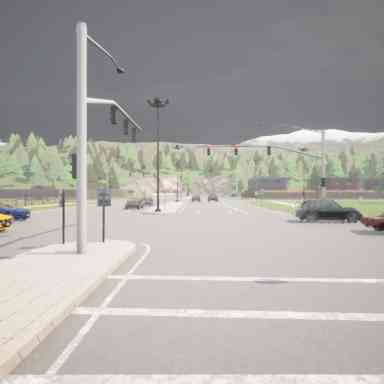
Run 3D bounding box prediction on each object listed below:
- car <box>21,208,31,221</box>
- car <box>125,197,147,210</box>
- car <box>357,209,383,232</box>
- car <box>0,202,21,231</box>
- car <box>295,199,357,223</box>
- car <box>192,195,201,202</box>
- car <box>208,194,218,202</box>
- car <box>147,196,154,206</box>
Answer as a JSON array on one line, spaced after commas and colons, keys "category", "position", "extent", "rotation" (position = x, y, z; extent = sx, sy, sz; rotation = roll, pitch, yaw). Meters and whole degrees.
[{"category": "car", "position": [-14.878, 1.477, 25.179], "extent": [5.008, 1.535, 1.882], "rotation": [0, 0, 0]}, {"category": "car", "position": [-7.577, 1.526, 44.005], "extent": [1.812, 1.442, 4.674], "rotation": [0, 0, 0]}, {"category": "car", "position": [11.911, 1.601, 18.011], "extent": [4.718, 1.301, 1.895], "rotation": [0, 0, 0]}, {"category": "car", "position": [-12.481, 1.477, 18.163], "extent": [5.008, 1.535, 1.882], "rotation": [0, 0, 0]}, {"category": "car", "position": [10.218, 1.352, 25.021], "extent": [4.553, 1.767, 2.097], "rotation": [0, 0, 0]}, {"category": "car", "position": [0.866, 1.358, 69.850], "extent": [2.128, 1.511, 4.902], "rotation": [0, 0, 1]}, {"category": "car", "position": [4.366, 1.188, 69.775], "extent": [2.097, 1.767, 4.553], "rotation": [0, 0, 1]}, {"category": "car", "position": [-7.430, 1.491, 54.373], "extent": [2.128, 1.511, 4.902], "rotation": [0, 0, 1]}]
